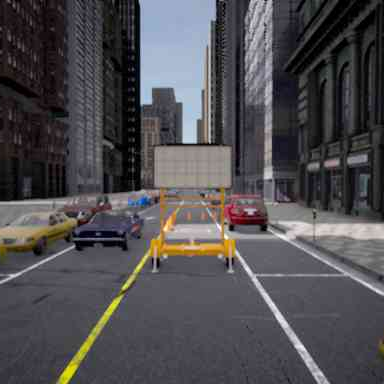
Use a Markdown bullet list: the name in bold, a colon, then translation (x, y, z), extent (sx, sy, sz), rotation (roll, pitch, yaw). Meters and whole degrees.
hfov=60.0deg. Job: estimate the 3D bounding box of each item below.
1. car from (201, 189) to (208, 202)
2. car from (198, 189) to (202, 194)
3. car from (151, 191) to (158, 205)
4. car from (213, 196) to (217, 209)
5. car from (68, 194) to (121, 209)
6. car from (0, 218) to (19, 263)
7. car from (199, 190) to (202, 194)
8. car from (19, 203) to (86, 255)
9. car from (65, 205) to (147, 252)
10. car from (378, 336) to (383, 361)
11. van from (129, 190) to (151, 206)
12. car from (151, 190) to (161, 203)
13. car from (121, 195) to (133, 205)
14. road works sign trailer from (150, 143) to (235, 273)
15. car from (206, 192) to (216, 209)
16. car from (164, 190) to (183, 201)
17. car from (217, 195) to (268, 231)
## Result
- **car**: translation (2.878, 0.698, 52.079), extent (1.967, 1.590, 4.097), rotation (0, 1, 0)
- **car**: translation (2.942, 0.415, 80.282), extent (1.887, 1.381, 4.507), rotation (0, 1, 0)
- **car**: translation (-5.673, 0.964, 40.815), extent (2.008, 1.369, 4.403), rotation (0, 1, 0)
- **car**: translation (2.814, 1.202, 23.882), extent (2.008, 1.369, 4.403), rotation (0, 1, 0)
- **car**: translation (-5.725, 1.047, 18.251), extent (2.192, 1.841, 5.009), rotation (0, 1, 0)
- **car**: translation (-5.750, 1.424, 6.804), extent (1.752, 1.417, 4.829), rotation (0, 1, 0)
- **car**: translation (2.904, 0.669, 63.361), extent (1.947, 1.339, 4.313), rotation (0, 1, 0)
- **car**: translation (-5.737, 1.342, 12.444), extent (1.752, 1.417, 4.829), rotation (0, 1, 0)
- **car**: translation (-3.070, 1.407, 13.129), extent (1.895, 1.301, 4.718), rotation (0, 1, 0)
- **car**: translation (2.763, 1.501, 1.492), extent (1.752, 1.417, 4.829), rotation (0, 1, 0)
- **van**: translation (-5.686, 0.833, 35.172), extent (1.690, 1.788, 3.998), rotation (0, 1, 0)
- **car**: translation (-5.661, 0.650, 46.452), extent (2.192, 1.841, 5.009), rotation (0, 1, 0)
- **car**: translation (-5.711, 1.179, 23.724), extent (1.752, 1.417, 4.829), rotation (0, 1, 0)
- **road works sign trailer**: translation (0.023, 0.314, 10.142), extent (2.380, 3.560, 2.880), rotation (0, 1, 0)
- **car**: translation (2.840, 1.043, 35.162), extent (2.008, 1.369, 4.403), rotation (0, 1, 0)
- **car**: translation (-2.959, 0.836, 53.766), extent (1.895, 1.301, 4.718), rotation (0, 1, 0)
- **car**: translation (2.801, 1.047, 18.239), extent (2.192, 1.841, 5.009), rotation (0, 1, 0)
